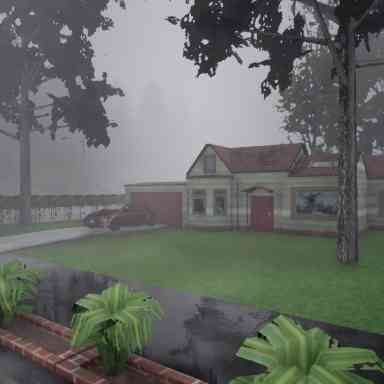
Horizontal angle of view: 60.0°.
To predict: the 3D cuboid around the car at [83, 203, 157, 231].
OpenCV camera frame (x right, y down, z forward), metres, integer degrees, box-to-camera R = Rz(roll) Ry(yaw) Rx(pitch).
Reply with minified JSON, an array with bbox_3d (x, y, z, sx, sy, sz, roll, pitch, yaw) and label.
[{"bbox_3d":[-3.872,1.300,18.374,1.994,1.381,4.181,0,0,35],"label":"car"}]
